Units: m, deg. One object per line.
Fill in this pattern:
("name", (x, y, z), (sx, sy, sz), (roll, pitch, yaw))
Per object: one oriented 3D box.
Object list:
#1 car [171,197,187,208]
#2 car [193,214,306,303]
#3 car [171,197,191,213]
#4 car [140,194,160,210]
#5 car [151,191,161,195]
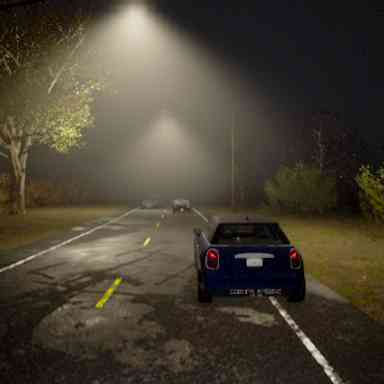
("car", (-1.843, 1.382, 45.334), (1.994, 1.385, 4.181), (0, 0, -5))
("car", (1.129, 1.327, 8.336), (2.097, 1.767, 4.553), (0, 0, -1))
("car", (-1.109, 1.467, 35.069), (1.895, 1.301, 4.718), (0, 0, -3))
("car", (-5.181, 1.367, 40.963), (1.812, 1.442, 4.674), (0, 0, -4))
("car", (-7.905, 0.888, 70.753), (2.150, 2.045, 5.566), (0, 1, -7))
